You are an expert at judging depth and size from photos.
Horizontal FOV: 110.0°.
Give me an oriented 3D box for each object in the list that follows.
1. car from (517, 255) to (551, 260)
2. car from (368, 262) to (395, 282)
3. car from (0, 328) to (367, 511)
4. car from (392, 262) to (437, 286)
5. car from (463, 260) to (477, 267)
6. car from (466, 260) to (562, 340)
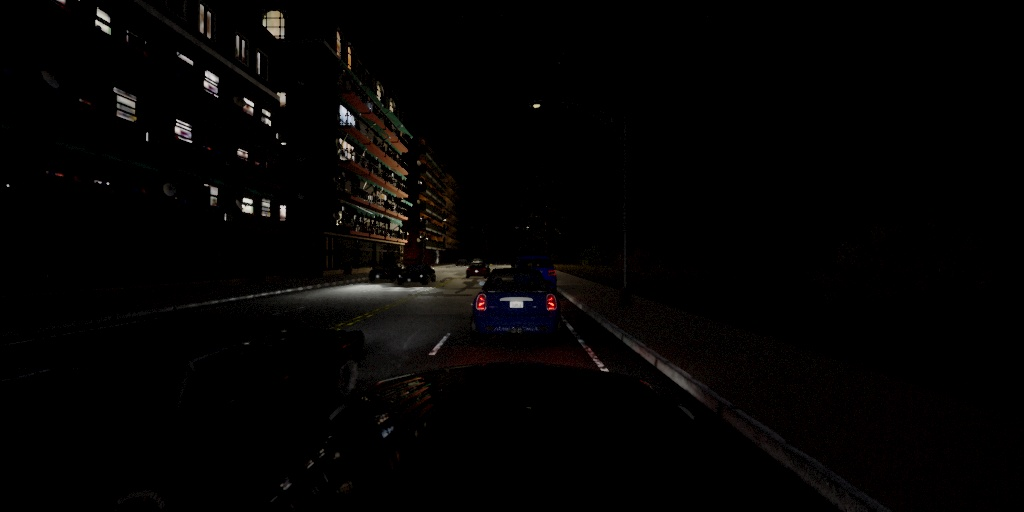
[{"bbox_3d":[1.139,0.977,19.683,2.150,2.045,5.566,0,0,0],"label":"car"},{"bbox_3d":[-9.848,1.244,28.745,2.128,1.511,4.902,0,0,0],"label":"car"},{"bbox_3d":[-3.154,1.351,3.411,1.895,1.301,4.718,0,0,0],"label":"car"},{"bbox_3d":[-6.597,1.278,25.312,1.812,1.442,4.674,0,0,0],"label":"car"},{"bbox_3d":[-3.146,1.317,33.827,1.994,1.385,4.181,0,0,0],"label":"car"},{"bbox_3d":[0.098,1.103,10.109,2.097,1.767,4.553,0,0,0],"label":"car"}]
